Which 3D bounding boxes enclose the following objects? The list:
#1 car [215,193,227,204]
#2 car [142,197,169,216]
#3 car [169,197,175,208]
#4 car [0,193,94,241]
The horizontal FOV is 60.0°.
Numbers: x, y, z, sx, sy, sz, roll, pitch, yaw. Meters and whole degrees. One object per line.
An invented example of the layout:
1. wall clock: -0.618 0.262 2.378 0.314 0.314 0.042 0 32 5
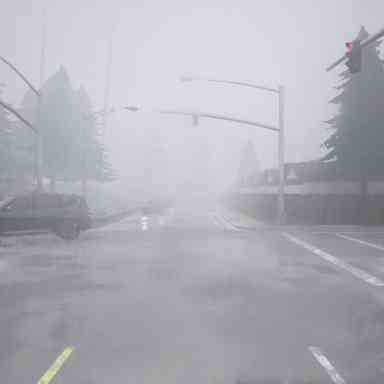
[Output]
1. car: 6.889 1.206 60.906 5.566 2.045 2.150 0 0 -22
2. car: -3.607 1.506 32.239 1.837 1.490 4.892 0 0 0
3. car: -3.487 1.504 47.520 1.837 1.490 4.892 0 0 2
4. car: -7.123 1.074 14.382 5.566 2.045 2.150 1 3 -34
